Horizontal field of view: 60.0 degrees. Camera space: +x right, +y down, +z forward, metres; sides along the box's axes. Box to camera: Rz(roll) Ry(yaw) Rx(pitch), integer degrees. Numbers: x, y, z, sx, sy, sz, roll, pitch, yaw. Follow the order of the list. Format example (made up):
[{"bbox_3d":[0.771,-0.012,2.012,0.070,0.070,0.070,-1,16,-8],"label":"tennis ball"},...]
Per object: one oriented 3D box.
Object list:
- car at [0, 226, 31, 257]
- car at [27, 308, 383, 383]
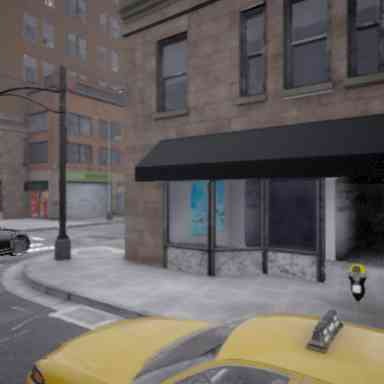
[{"bbox_3d":[-7.199,1.567,10.614,1.994,1.385,4.181,0,0,12],"label":"car"},{"bbox_3d":[0.672,1.525,2.368,4.829,1.417,1.752,0,0,35],"label":"car"}]
